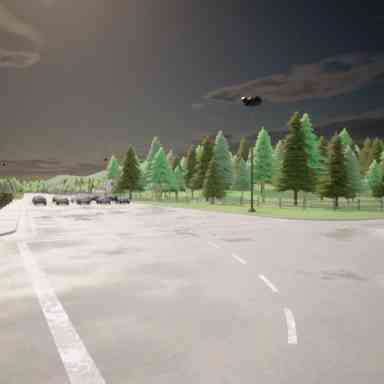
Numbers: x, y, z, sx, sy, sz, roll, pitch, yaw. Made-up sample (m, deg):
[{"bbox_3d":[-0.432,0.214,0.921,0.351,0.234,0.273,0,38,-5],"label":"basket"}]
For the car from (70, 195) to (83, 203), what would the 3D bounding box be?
[{"bbox_3d":[-23.391,1.356,67.227,1.812,1.442,4.674,0,0,-27],"label":"car"}]

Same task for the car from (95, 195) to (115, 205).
[{"bbox_3d":[-16.152,1.491,60.597,2.128,1.511,4.902,0,0,-27],"label":"car"}]

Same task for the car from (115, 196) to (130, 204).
[{"bbox_3d":[-13.037,1.600,62.193,1.895,1.301,4.718,0,0,-27],"label":"car"}]

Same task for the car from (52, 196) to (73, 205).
[{"bbox_3d":[-22.410,1.491,57.460,2.128,1.511,4.902,0,0,-27],"label":"car"}]

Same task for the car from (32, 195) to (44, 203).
[{"bbox_3d":[-29.649,1.384,64.089,1.994,1.385,4.181,0,0,-27],"label":"car"}]

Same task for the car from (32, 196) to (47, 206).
[{"bbox_3d":[-25.699,1.504,56.347,1.837,1.490,4.892,0,0,-26],"label":"car"}]

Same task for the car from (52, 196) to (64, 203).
[{"bbox_3d":[-26.533,1.427,65.685,1.895,1.301,4.718,0,0,-27],"label":"car"}]

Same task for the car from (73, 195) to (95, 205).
[{"bbox_3d":[-19.281,1.491,59.029,2.128,1.511,4.902,0,0,-27],"label":"car"}]

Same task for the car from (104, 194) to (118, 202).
[{"bbox_3d":[-17.133,1.309,70.364,1.882,1.535,5.008,0,0,-27],"label":"car"}]
